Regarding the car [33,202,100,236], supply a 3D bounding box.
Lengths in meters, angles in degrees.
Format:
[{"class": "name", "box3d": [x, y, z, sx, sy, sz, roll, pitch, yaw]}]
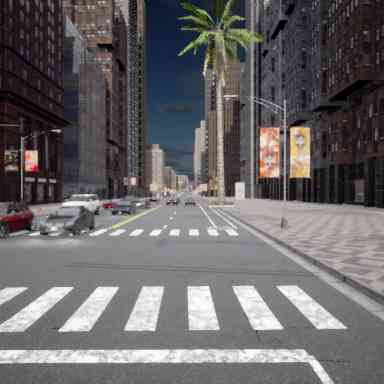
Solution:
[{"class": "car", "box3d": [-6.699, 1.528, 18.437, 1.812, 1.442, 4.674, 0, 0, 0]}]

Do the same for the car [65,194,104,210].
[{"class": "car", "box3d": [-10.015, 1.230, 30.254, 2.150, 2.045, 5.566, 0, 0, 0]}]

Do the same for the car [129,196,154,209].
[{"class": "car", "box3d": [-6.838, 1.512, 45.170, 2.128, 1.511, 4.902, 0, 0, 0]}]

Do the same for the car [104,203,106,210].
[{"class": "car", "box3d": [-10.075, 1.618, 42.887, 1.895, 1.301, 4.718, 0, 0, 0]}]

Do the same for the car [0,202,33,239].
[{"class": "car", "box3d": [-9.943, 1.353, 17.100, 2.097, 1.767, 4.553, 0, 0, 0]}]

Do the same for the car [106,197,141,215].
[{"class": "car", "box3d": [-6.785, 1.557, 33.711, 2.033, 1.411, 5.357, 0, 0, -1]}]

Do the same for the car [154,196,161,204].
[{"class": "car", "box3d": [-6.833, 1.448, 60.635, 1.895, 1.301, 4.718, 0, 0, 0]}]

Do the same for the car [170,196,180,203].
[{"class": "car", "box3d": [-3.532, 1.594, 69.852, 1.812, 1.442, 4.674, 0, 0, 0]}]

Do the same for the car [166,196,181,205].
[{"class": "car", "box3d": [-3.476, 1.645, 58.917, 1.895, 1.301, 4.718, 0, 0, -1]}]

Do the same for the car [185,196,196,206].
[{"class": "car", "box3d": [-0.308, 1.585, 56.112, 2.033, 1.411, 5.357, 0, 0, 0]}]

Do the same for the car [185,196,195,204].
[{"class": "car", "box3d": [-0.366, 1.538, 66.534, 1.882, 1.535, 5.008, 0, 0, 0]}]
